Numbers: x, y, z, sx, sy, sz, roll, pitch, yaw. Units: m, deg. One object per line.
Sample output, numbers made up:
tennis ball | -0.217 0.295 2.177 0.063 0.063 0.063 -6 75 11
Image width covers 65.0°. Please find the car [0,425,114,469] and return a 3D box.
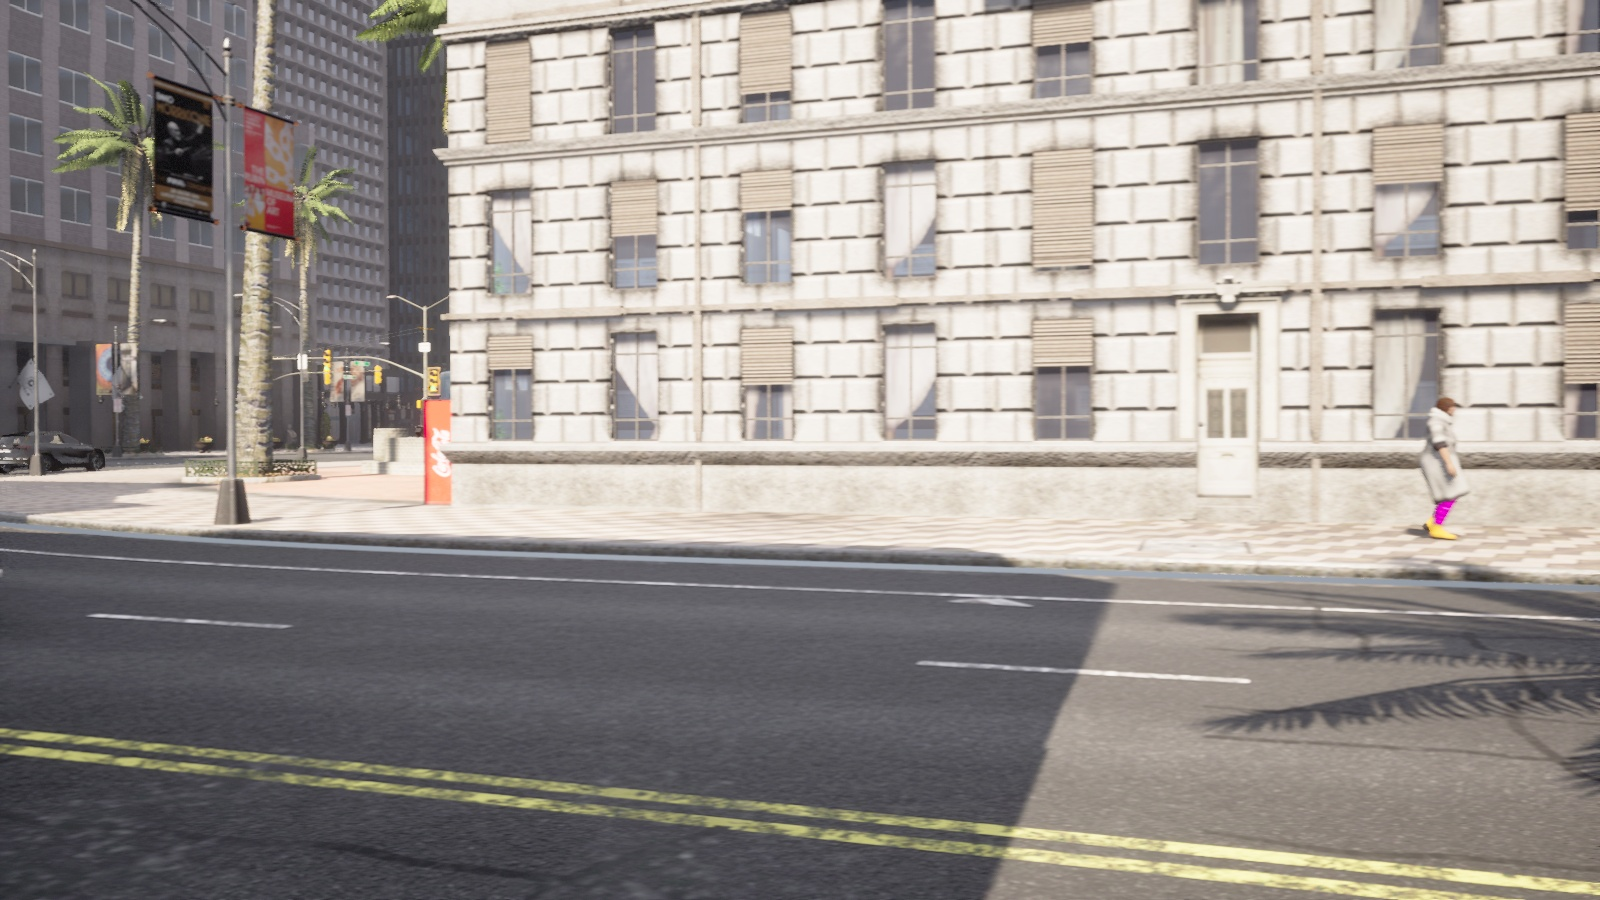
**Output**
car | -29.609 -0.147 49.505 2.033 1.649 4.856 0 1 7

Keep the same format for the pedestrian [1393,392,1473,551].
pedestrian | 8.012 0.258 15.930 0.873 1.952 0.659 1 1 25

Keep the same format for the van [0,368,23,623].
van | -8.772 0.356 10.073 4.480 2.038 2.069 1 1 22
